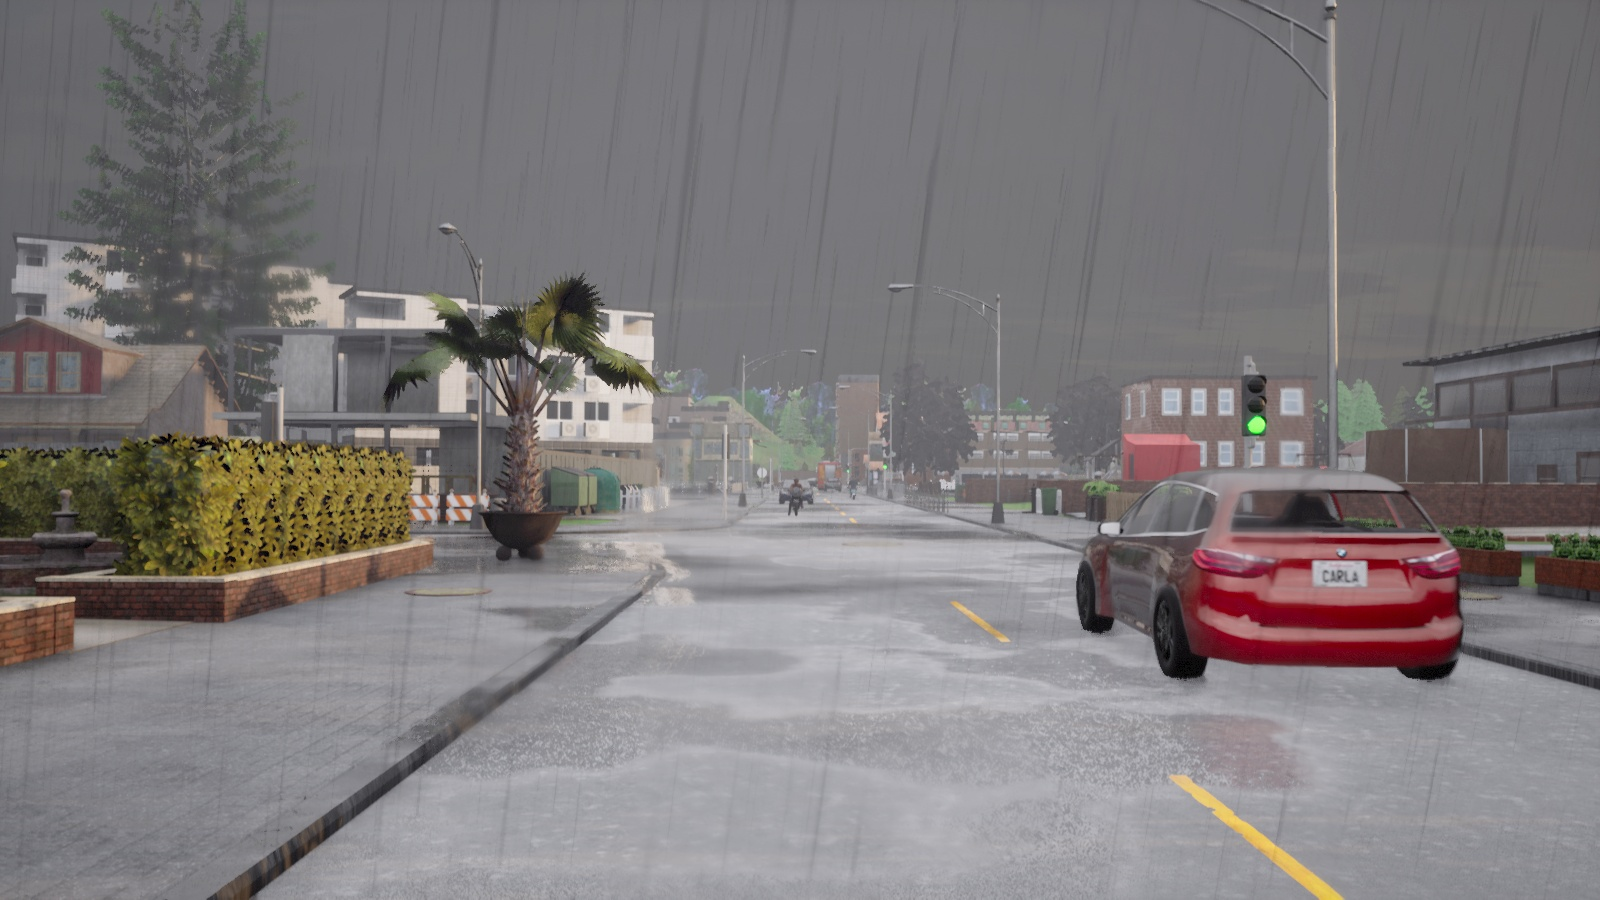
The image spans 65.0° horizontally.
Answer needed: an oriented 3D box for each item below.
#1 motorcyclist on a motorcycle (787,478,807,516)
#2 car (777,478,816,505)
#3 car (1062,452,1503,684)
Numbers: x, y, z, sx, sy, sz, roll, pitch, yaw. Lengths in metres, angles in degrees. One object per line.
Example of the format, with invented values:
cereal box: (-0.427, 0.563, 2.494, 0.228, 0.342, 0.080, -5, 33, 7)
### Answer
motorcyclist on a motorcycle: (-0.137, 1.886, 50.884, 0.797, 1.523, 2.044, 0, -1, 0)
car: (-0.196, 2.373, 72.976, 2.163, 1.488, 4.792, 0, -1, 0)
car: (3.957, 0.893, 11.364, 2.242, 1.667, 4.611, 0, -1, 1)
